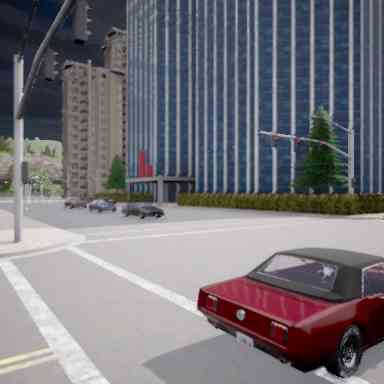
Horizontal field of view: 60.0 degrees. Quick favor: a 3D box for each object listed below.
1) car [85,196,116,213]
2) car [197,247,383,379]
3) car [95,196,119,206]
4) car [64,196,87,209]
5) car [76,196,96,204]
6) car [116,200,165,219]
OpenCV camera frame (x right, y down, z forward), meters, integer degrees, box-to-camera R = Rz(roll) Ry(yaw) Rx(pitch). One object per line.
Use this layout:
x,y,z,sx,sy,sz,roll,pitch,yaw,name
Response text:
-10.051,1.531,37.189,1.812,1.442,4.674,0,0,-36,car
2.489,1.603,5.526,4.718,1.301,1.895,0,0,-35,car
-14.080,1.499,55.027,2.128,1.511,4.902,0,0,-36,car
-15.836,1.357,45.197,2.097,1.767,4.553,0,0,-36,car
-20.230,1.499,63.433,2.128,1.511,4.902,0,0,-36,car
-4.463,1.552,29.436,2.033,1.411,5.357,0,0,-36,car
